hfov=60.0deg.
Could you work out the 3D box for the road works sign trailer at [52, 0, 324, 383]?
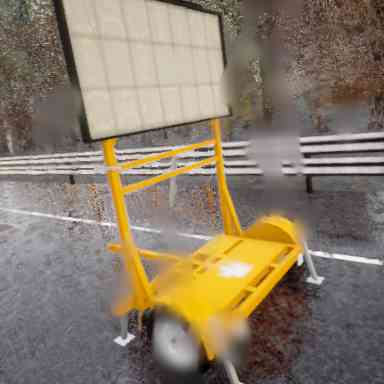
[{"bbox_3d":[-0.322,-0.351,3.962,2.880,3.560,2.380,3,17,38],"label":"road works sign trailer"}]
